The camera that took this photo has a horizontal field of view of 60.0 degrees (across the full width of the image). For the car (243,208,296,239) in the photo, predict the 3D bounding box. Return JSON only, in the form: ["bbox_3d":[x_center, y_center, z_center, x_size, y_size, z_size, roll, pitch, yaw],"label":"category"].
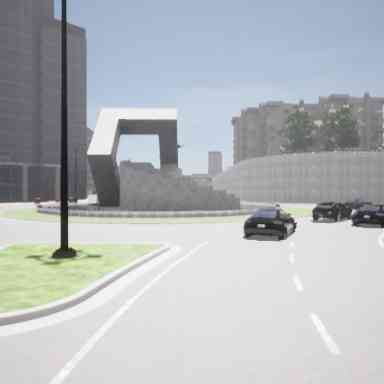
[{"bbox_3d":[4.107,1.534,17.234,1.994,1.385,4.181,0,0,26],"label":"car"}]

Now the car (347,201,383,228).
[{"bbox_3d":[12.239,1.524,22.141,1.994,1.385,4.181,0,0,43],"label":"car"}]

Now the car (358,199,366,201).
[{"bbox_3d":[20.044,1.495,40.507,1.994,1.385,4.181,0,0,-1],"label":"car"}]

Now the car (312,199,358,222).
[{"bbox_3d":[10.975,1.462,25.887,1.837,1.490,4.892,0,1,42],"label":"car"}]
